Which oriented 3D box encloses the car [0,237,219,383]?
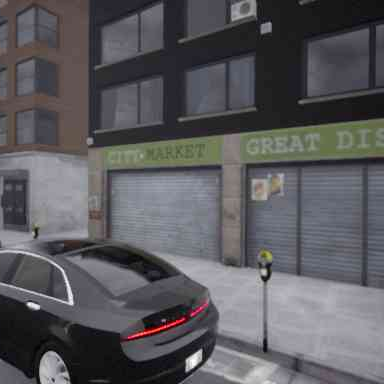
[{"bbox_3d":[-1.965,1.415,4.776,4.892,1.490,1.837,1,1,35],"label":"car"}]
